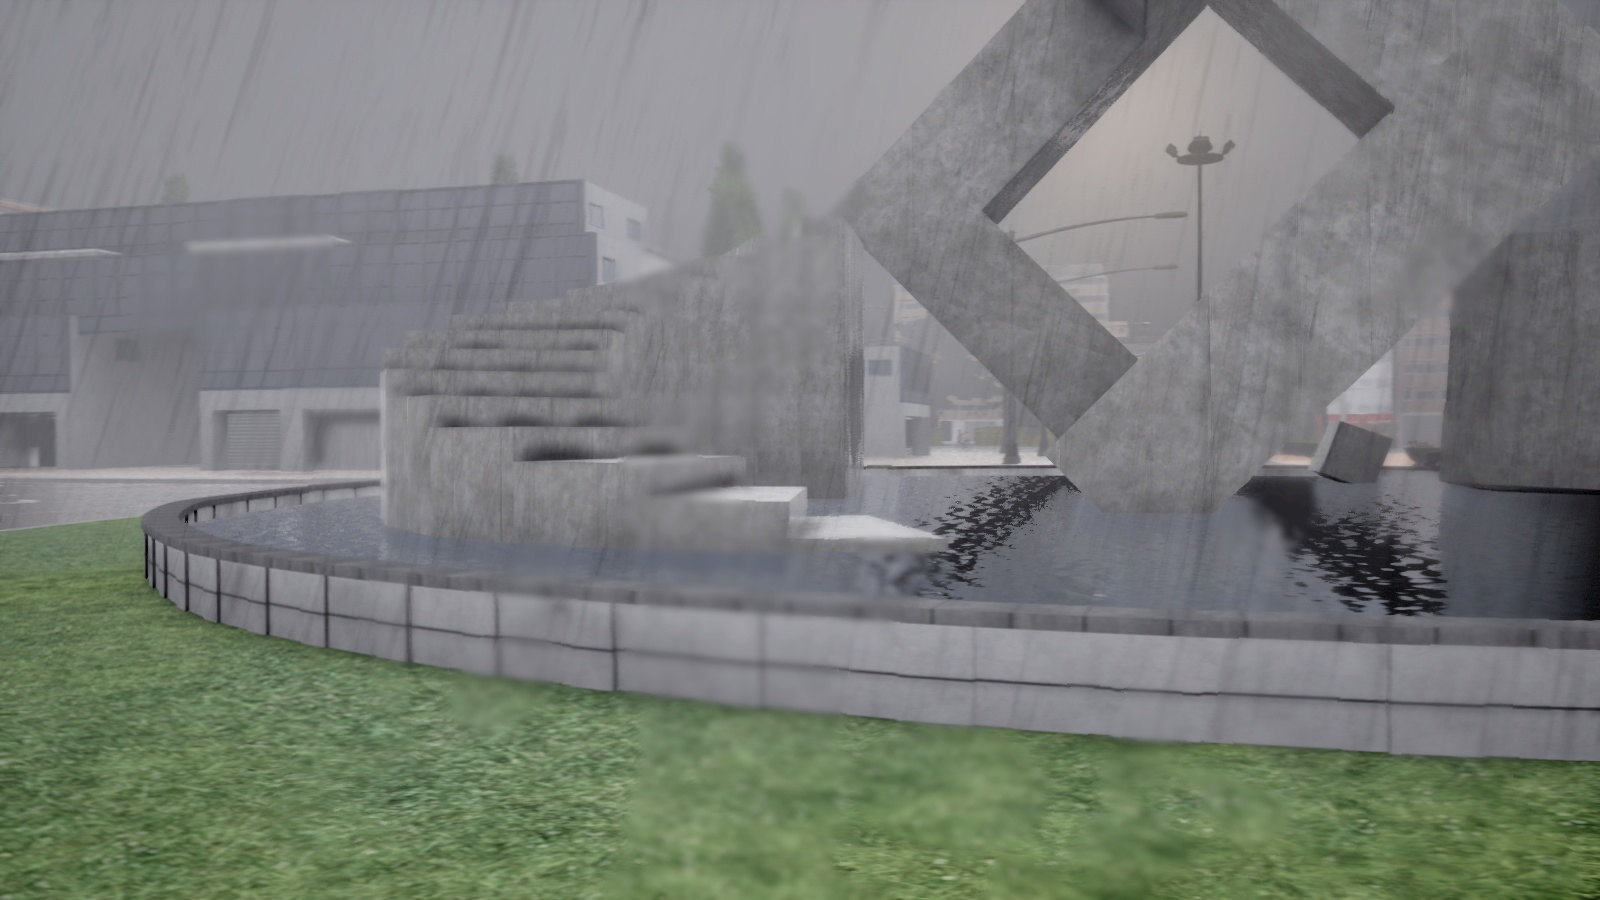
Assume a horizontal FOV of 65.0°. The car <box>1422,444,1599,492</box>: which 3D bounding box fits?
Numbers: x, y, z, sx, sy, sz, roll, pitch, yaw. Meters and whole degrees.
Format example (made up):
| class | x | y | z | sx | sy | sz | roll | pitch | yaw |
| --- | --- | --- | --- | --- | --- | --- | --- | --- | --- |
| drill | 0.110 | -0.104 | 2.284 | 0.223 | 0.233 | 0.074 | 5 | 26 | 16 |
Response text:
| class | x | y | z | sx | sy | sz | roll | pitch | yaw |
| --- | --- | --- | --- | --- | --- | --- | --- | --- | --- |
| car | 21.522 | 0.501 | 37.987 | 1.895 | 1.301 | 4.718 | 0 | 1 | -24 |
